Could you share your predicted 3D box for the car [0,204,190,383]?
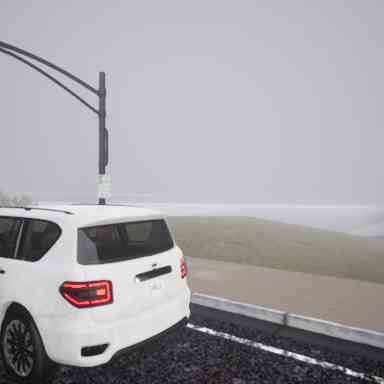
[{"bbox_3d":[-2.627,1.222,5.573,5.566,2.045,2.150,0,0,36],"label":"car"}]
